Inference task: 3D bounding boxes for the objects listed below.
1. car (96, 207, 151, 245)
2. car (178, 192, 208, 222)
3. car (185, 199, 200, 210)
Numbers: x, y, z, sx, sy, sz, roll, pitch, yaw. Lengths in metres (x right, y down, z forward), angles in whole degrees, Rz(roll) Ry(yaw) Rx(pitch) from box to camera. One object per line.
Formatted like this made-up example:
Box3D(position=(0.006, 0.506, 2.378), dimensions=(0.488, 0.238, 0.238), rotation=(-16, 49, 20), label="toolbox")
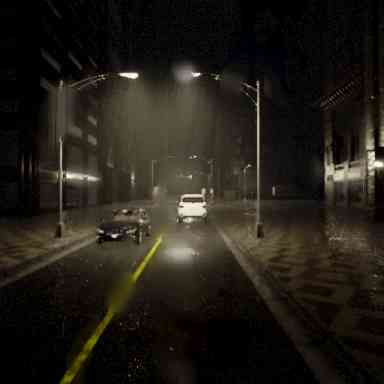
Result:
Box3D(position=(-3.051, 1.522, 15.603), dimensions=(1.837, 1.490, 4.892), rotation=(0, -1, 1), label="car")
Box3D(position=(0.087, 1.246, 26.621), dimensions=(2.150, 2.045, 5.566), rotation=(0, 0, 0), label="car")
Box3D(position=(0.079, 1.645, 44.983), dimensions=(1.895, 1.301, 4.718), rotation=(0, 0, 0), label="car")
